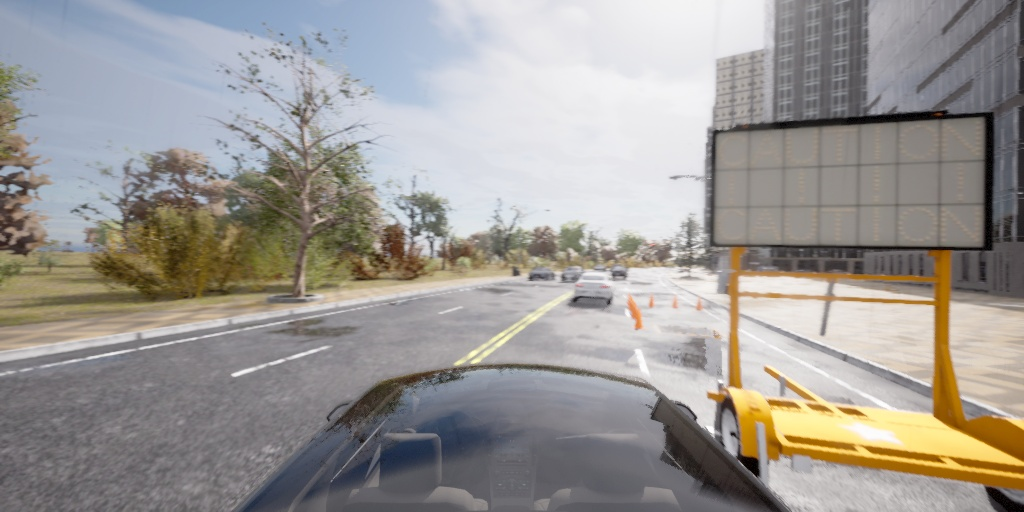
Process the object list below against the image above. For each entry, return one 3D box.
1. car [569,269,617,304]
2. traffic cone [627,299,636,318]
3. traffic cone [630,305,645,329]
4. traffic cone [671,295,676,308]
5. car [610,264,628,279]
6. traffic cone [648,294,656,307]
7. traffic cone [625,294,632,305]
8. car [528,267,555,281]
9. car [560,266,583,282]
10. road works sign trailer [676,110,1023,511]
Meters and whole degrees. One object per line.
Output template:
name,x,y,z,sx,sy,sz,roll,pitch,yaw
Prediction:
car,4.297,1.577,18.572,1.812,1.442,4.674,1,-1,17
traffic cone,4.423,1.947,12.958,0.340,0.580,0.340,0,0,15
traffic cone,3.893,1.912,11.030,0.340,0.580,0.340,0,0,15
traffic cone,7.411,2.063,16.284,0.340,0.580,0.340,0,0,15
car,13.762,2.130,45.896,1.812,1.442,4.674,1,-1,21
traffic cone,6.447,2.041,16.549,0.340,0.580,0.340,0,0,15
traffic cone,4.953,1.983,14.886,0.340,0.580,0.340,0,0,15
car,3.061,1.780,36.250,1.994,1.385,4.181,1,-1,20
car,6.002,1.769,34.822,2.128,1.511,4.902,1,-1,19
road works sign trailer,3.370,0.327,3.915,2.380,3.560,2.880,0,0,15
